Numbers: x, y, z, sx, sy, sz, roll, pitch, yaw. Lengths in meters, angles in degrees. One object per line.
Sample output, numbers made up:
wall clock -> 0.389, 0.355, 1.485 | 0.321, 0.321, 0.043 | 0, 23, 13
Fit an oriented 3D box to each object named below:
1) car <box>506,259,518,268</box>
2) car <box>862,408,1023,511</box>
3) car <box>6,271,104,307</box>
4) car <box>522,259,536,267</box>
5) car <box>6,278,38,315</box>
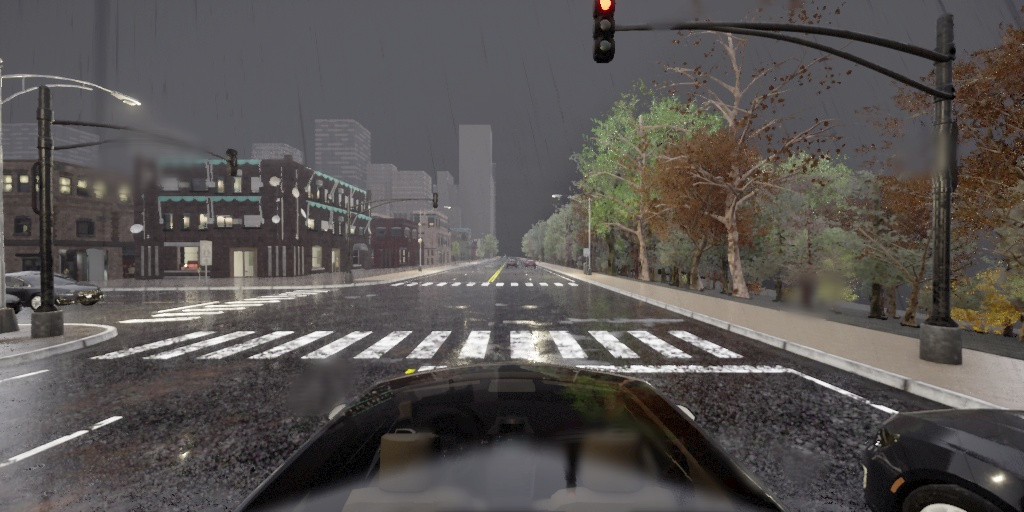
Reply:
car -> -0.033, 1.251, 63.063 | 1.837, 1.490, 4.892 | 0, 0, 0
car -> 3.352, 1.254, 0.443 | 1.837, 1.490, 4.892 | 0, 0, 0
car -> -20.312, 1.485, 15.145 | 4.892, 1.490, 1.837 | -1, 1, 0
car -> 3.218, 1.272, 63.375 | 1.812, 1.442, 4.674 | 0, 0, 0
car -> -19.970, 1.568, 12.440 | 4.313, 1.339, 1.948 | 0, 0, 0
